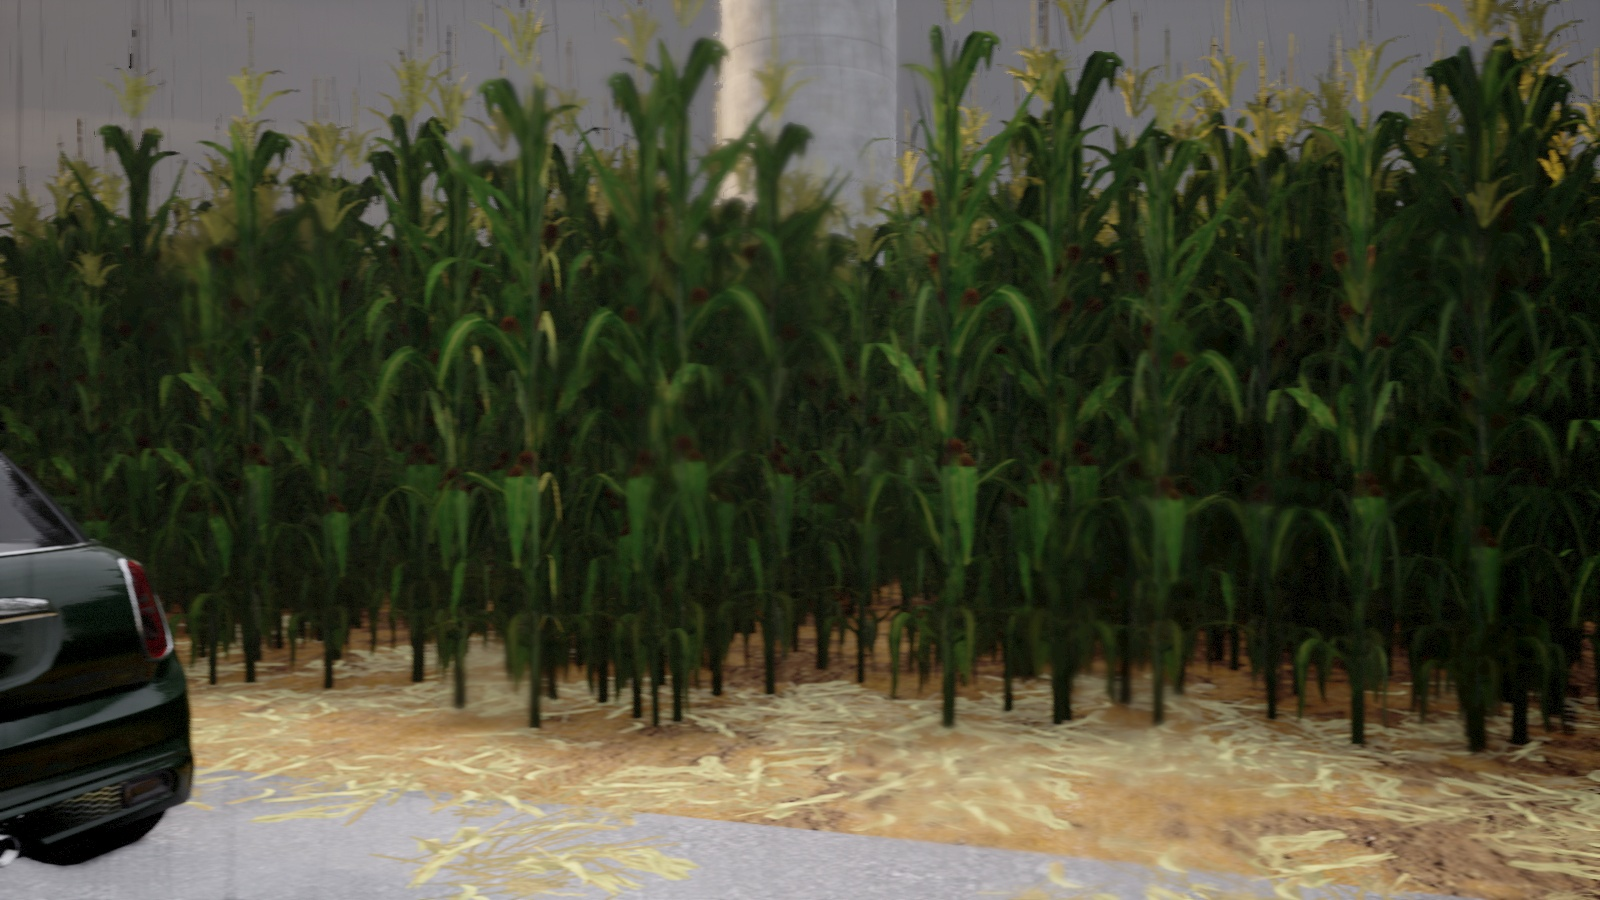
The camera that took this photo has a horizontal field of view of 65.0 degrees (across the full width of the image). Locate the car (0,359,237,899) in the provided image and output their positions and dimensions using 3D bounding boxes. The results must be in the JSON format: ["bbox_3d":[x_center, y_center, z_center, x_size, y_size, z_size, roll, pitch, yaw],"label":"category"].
[{"bbox_3d":[-4.539,0.599,4.296,4.553,1.767,2.097,1,1,19],"label":"car"}]
